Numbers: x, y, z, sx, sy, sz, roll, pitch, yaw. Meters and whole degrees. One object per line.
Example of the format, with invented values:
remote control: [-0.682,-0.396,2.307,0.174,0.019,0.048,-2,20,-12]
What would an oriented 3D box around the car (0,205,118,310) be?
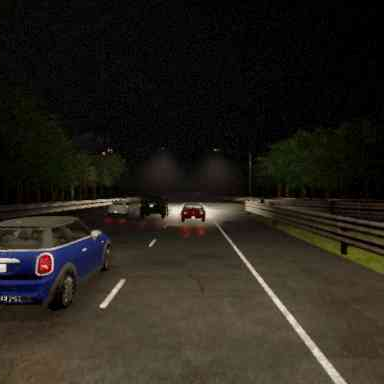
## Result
car: [-3.400,1.357,7.967,2.097,1.767,4.553,0,0,0]

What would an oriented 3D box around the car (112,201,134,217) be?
car: [-6.886,1.590,32.370,1.812,1.442,4.674,0,0,0]

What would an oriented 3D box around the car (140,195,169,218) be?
car: [-3.399,1.280,30.719,2.150,2.045,5.566,0,0,0]

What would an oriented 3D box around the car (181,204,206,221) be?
car: [0.101,1.648,27.476,1.895,1.301,4.718,0,0,0]
